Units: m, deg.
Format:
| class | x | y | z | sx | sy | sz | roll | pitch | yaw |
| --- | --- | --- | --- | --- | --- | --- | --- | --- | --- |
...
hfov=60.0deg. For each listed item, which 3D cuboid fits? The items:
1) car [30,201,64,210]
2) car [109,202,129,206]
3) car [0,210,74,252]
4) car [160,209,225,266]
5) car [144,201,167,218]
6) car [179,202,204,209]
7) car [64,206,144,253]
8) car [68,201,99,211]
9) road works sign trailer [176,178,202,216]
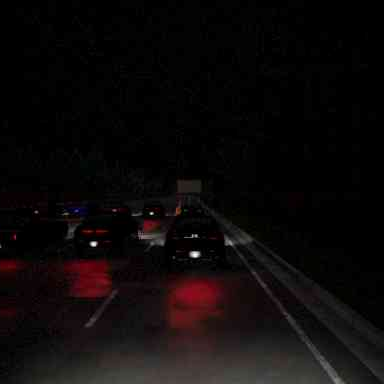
| class | x | y | z | sx | sy | sz | roll | pitch | yaw |
| --- | --- | --- | --- | --- | --- | --- | --- | --- | --- |
| car | -14.027 | 1.631 | 32.218 | 1.812 | 1.442 | 4.674 | 0 | 0 | -1 |
| car | -7.009 | 1.667 | 31.663 | 1.994 | 1.385 | 4.181 | 0 | 0 | 0 |
| car | -6.915 | 1.647 | 14.090 | 1.895 | 1.301 | 4.718 | 0 | 0 | 0 |
| car | 0.088 | 1.540 | 11.705 | 1.837 | 1.490 | 4.892 | 0 | -1 | 0 |
| car | -3.507 | 1.607 | 31.260 | 1.837 | 1.490 | 4.892 | 0 | 0 | 0 |
| car | 0.000 | 1.564 | 27.312 | 2.128 | 1.511 | 4.902 | 0 | 2 | -1 |
| car | -3.415 | 1.551 | 13.948 | 1.837 | 1.490 | 4.892 | 0 | 0 | 0 |
| car | -10.516 | 1.585 | 32.738 | 1.882 | 1.535 | 5.008 | 0 | 0 | 0 |
| road works sign trailer | -0.268 | 0.526 | 31.244 | 2.380 | 3.560 | 2.880 | -1 | -2 | -4 |
